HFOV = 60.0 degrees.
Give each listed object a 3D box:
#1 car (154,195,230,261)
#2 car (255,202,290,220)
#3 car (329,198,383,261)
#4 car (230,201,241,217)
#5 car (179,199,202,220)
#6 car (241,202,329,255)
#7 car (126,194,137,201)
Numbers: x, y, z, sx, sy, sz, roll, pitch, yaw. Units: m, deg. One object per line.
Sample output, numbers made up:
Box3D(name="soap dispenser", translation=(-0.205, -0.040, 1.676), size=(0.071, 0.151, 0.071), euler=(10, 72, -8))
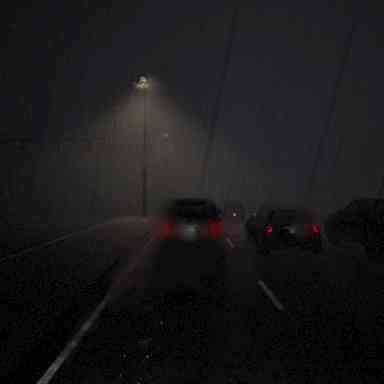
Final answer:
Box3D(name="car", translation=(-0.031, 1.230, 12.395), size=(2.150, 2.045, 5.566), euler=(0, 0, 0))
Box3D(name="car", translation=(6.891, 1.580, 28.840), size=(1.994, 1.385, 4.181), euler=(0, 0, 0))
Box3D(name="car", translation=(6.968, 1.230, 12.440), size=(2.150, 2.045, 5.566), euler=(0, 0, 0))
Box3D(name="car", translation=(3.331, 1.521, 28.574), size=(1.837, 1.490, 4.892), euler=(0, 0, -1))
Box3D(name="car", translation=(-0.238, 1.494, 29.714), size=(1.882, 1.535, 5.008), euler=(0, 0, -3))
Box3D(name="car", translation=(3.475, 1.359, 13.453), size=(2.097, 1.767, 4.553), euler=(0, 0, 0))
Box3D(name="car", translation=(-15.476, 1.402, 84.741), size=(2.097, 1.767, 4.553), euler=(0, 0, 0))
